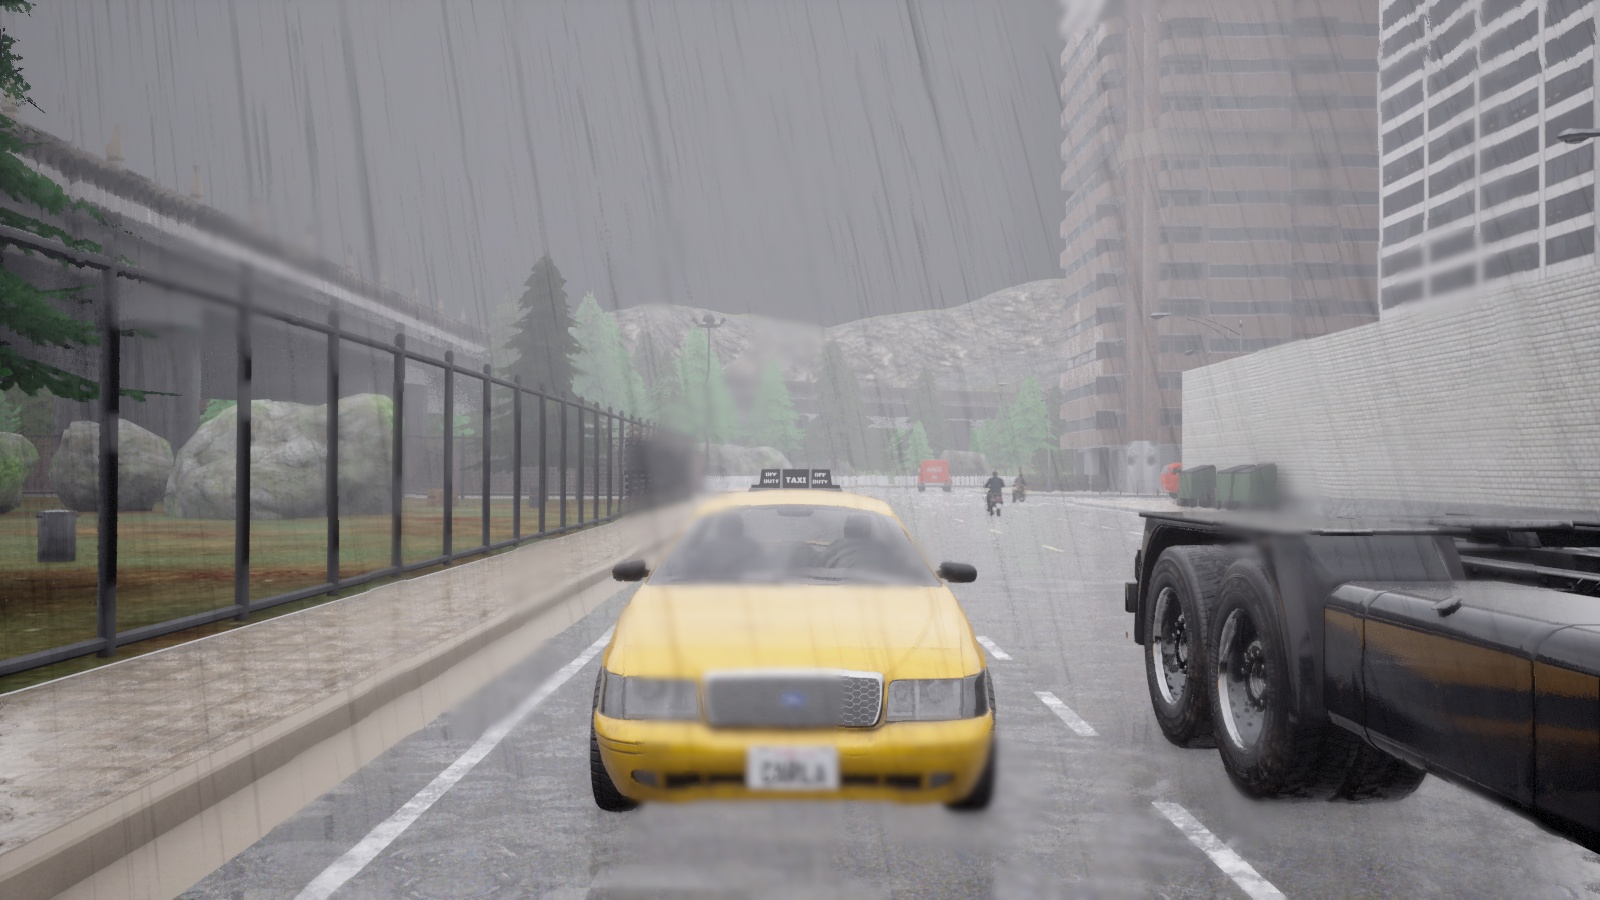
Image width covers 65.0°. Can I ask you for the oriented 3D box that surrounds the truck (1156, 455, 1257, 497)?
[{"bbox_3d":[24.399,1.552,75.578,5.204,2.467,2.627,0,-1,0],"label":"truck"}]

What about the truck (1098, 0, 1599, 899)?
[{"bbox_3d":[3.483,-0.105,4.529,2.891,3.462,7.936,0,-1,0],"label":"truck"}]

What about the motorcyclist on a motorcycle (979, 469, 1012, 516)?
[{"bbox_3d":[6.872,1.482,44.278,0.866,1.590,1.817,0,-1,0],"label":"motorcyclist on a motorcycle"}]

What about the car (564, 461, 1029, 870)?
[{"bbox_3d":[-0.022,0.880,7.560,1.801,1.575,5.366,0,-1,0],"label":"car"}]

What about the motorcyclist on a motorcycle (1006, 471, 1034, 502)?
[{"bbox_3d":[11.437,1.898,65.331,0.797,1.523,2.044,3,1,28],"label":"motorcyclist on a motorcycle"}]
